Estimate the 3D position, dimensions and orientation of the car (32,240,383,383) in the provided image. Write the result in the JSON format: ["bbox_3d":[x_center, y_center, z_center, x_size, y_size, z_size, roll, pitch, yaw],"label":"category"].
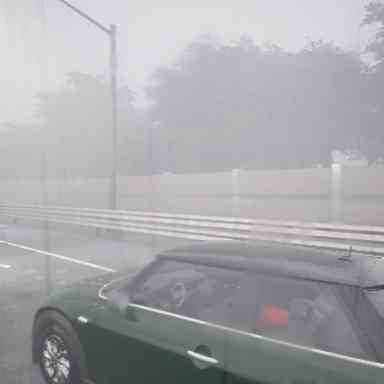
[{"bbox_3d":[0.219,1.350,3.715,4.553,1.767,2.097,0,0,36],"label":"car"}]
